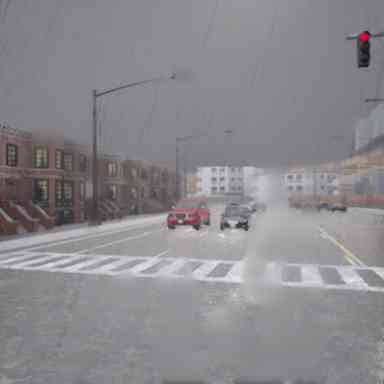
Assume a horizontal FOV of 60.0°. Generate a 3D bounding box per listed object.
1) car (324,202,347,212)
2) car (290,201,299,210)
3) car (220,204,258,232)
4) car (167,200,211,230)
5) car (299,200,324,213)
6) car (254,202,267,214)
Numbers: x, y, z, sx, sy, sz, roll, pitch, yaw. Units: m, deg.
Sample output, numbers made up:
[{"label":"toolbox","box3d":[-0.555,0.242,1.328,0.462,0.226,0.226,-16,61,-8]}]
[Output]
[{"label":"car","box3d":[20.350,2.118,46.674,1.994,1.385,4.181,-1,-1,12]},{"label":"car","box3d":[18.255,2.226,56.626,2.128,1.511,4.902,-1,-1,-2]},{"label":"car","box3d":[3.159,1.836,23.043,2.128,1.511,4.902,-1,-1,15]},{"label":"car","box3d":[-0.065,1.621,24.544,2.150,2.045,5.566,-1,-1,15]},{"label":"car","box3d":[16.841,1.946,47.011,2.097,1.767,4.553,-1,-1,13]},{"label":"car","box3d":[9.331,2.144,45.963,2.128,1.511,4.902,-1,-1,15]}]
